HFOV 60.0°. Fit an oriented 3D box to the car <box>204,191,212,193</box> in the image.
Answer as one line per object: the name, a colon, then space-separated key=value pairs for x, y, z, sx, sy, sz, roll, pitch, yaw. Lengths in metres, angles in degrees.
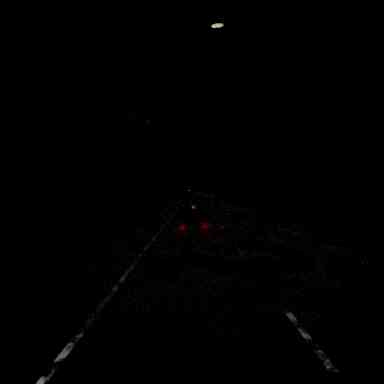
car: x=3.515 y=0.722 z=73.624 sx=2.150 sy=2.045 sz=5.566 roll=0 pitch=0 yaw=0

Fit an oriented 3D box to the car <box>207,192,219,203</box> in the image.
car: x=3.610 y=1.170 z=57.289 sx=1.994 sy=1.385 sz=4.181 roll=0 pitch=0 yaw=0

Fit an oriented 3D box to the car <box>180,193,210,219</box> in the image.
car: x=0.104 y=1.164 z=27.029 sx=2.097 sy=1.767 sz=4.553 roll=0 pitch=0 yaw=0

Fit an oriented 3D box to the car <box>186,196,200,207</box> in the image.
car: x=0.107 y=1.279 z=46.637 sx=1.895 sy=1.301 sz=4.718 roll=0 pitch=0 yaw=0
